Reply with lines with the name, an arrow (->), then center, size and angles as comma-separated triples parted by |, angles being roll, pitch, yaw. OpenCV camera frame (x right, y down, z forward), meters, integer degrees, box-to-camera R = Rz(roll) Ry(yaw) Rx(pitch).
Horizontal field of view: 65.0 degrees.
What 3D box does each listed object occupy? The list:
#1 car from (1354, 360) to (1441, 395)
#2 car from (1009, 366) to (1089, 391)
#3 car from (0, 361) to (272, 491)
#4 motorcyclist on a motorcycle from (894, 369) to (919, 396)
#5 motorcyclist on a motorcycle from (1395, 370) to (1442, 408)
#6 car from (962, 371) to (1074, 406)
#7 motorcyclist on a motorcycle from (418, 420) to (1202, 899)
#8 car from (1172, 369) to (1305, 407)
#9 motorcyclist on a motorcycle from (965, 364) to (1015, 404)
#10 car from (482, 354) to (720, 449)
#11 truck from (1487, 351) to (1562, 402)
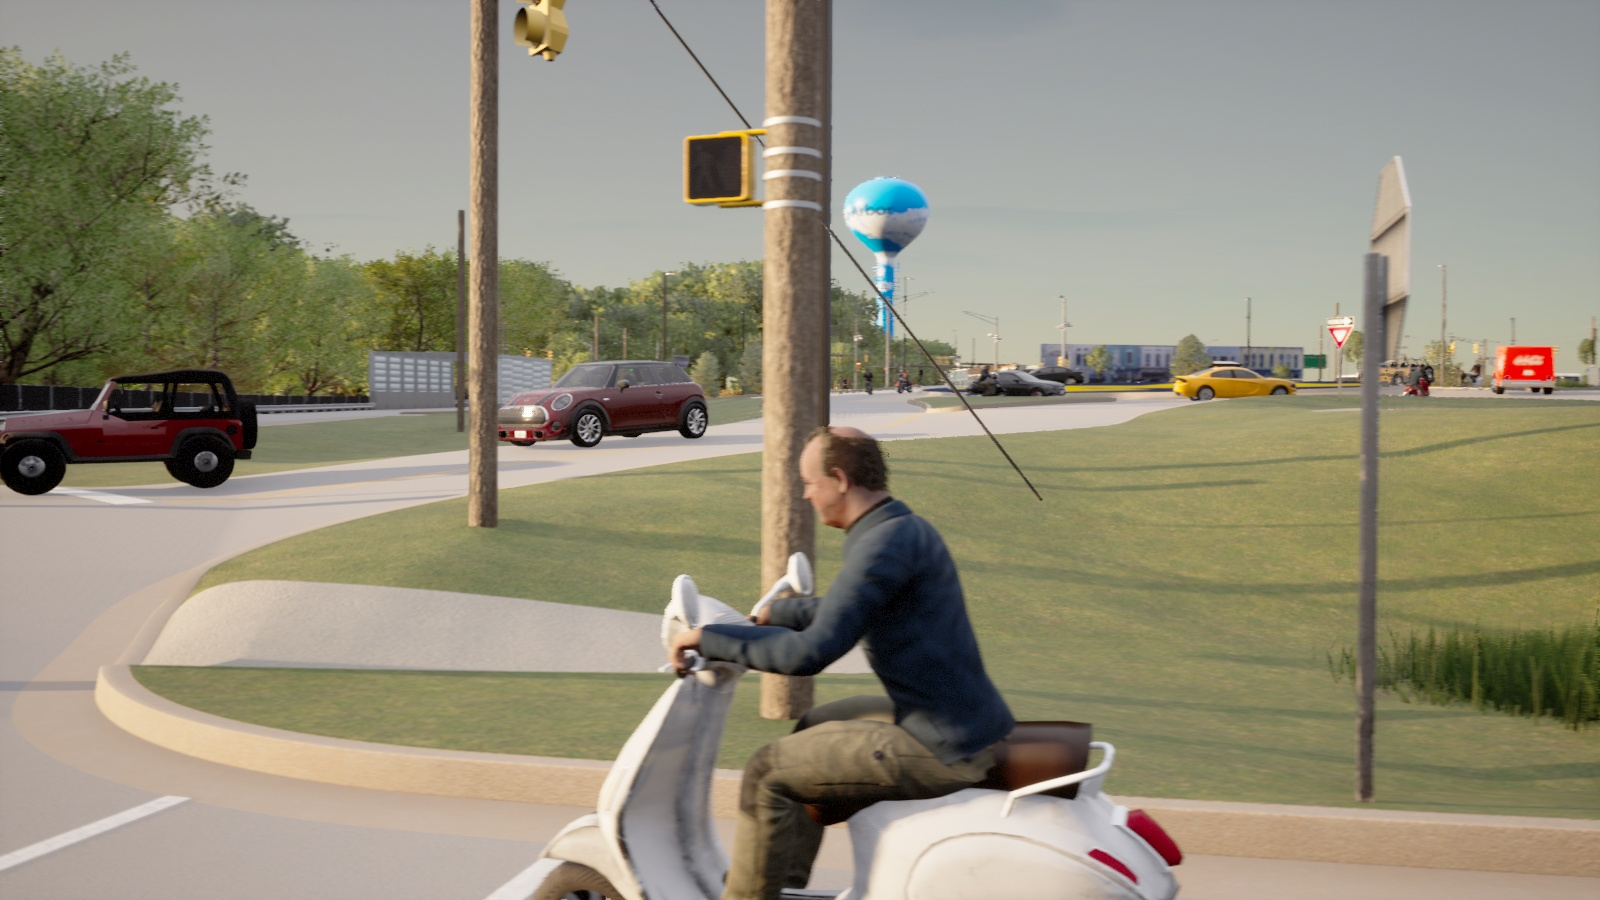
car -> 34.901, -4.276, 73.520 | 1.932, 1.855, 4.605 | 1, 5, -16
car -> 16.788, -4.789, 84.721 | 5.008, 1.535, 1.882 | -1, 1, -1
car -> -10.616, -0.417, 19.869 | 3.866, 1.878, 1.905 | -2, 2, -32
motorcyclist on a motorcycle -> 7.004, -4.440, 82.251 | 0.766, 1.649, 2.350 | -1, 5, 26
motorcyclist on a motorcycle -> 27.563, -2.713, 55.959 | 1.817, 1.590, 0.866 | 0, 7, -28
car -> 9.811, -2.772, 56.605 | 4.674, 1.442, 1.812 | 2, 6, 39
motorcyclist on a motorcycle -> 0.070, 0.734, 3.203 | 1.817, 1.590, 0.866 | 0, 1, 18
car -> 18.719, -2.678, 53.784 | 5.008, 1.535, 1.882 | 1, 5, 5
motorcyclist on a motorcycle -> 7.932, -2.732, 52.345 | 1.817, 1.590, 0.866 | 2, 0, 34
car -> -3.942, -1.053, 25.648 | 2.097, 1.767, 4.553 | 1, 4, 38
truck -> 37.089, -3.843, 64.432 | 2.627, 2.467, 5.204 | 2, 5, 23
